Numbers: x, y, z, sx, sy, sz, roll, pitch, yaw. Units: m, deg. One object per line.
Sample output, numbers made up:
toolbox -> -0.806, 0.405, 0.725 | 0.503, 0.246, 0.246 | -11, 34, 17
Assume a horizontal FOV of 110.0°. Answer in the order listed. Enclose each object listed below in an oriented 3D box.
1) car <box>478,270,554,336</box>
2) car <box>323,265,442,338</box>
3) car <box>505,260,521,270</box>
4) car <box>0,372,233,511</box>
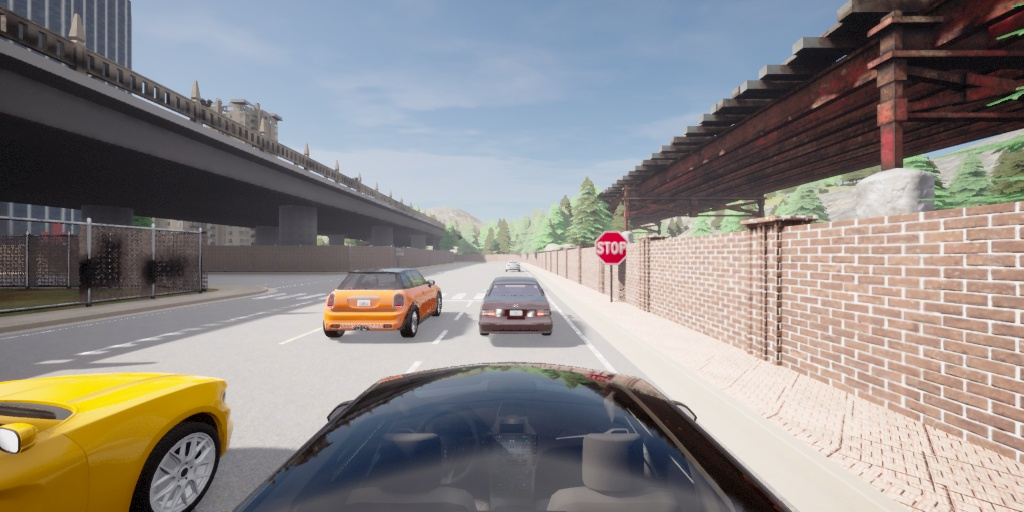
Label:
car -> 0.090, 1.297, 10.390 | 2.033, 1.411, 5.357 | 0, 0, 0
car -> -3.411, 1.102, 10.371 | 2.097, 1.767, 4.553 | 0, 0, 0
car -> 0.125, 1.276, 46.264 | 1.812, 1.442, 4.674 | 0, 0, -1
car -> -3.398, 1.228, 1.114 | 1.882, 1.535, 5.008 | 0, 0, 0
